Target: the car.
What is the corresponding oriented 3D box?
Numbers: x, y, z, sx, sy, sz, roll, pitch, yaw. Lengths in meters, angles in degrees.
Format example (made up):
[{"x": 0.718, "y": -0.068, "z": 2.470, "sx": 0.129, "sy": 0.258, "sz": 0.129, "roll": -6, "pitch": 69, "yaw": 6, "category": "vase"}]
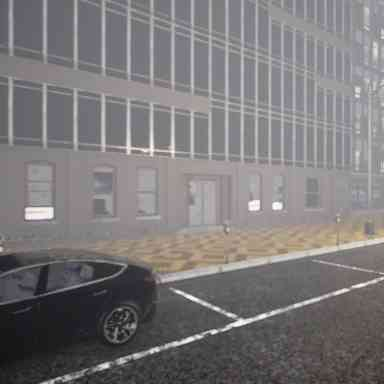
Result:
[{"x": -2.528, "y": 1.567, "z": 4.754, "sx": 4.313, "sy": 1.339, "sz": 1.947, "roll": 0, "pitch": 0, "yaw": -36, "category": "car"}]
